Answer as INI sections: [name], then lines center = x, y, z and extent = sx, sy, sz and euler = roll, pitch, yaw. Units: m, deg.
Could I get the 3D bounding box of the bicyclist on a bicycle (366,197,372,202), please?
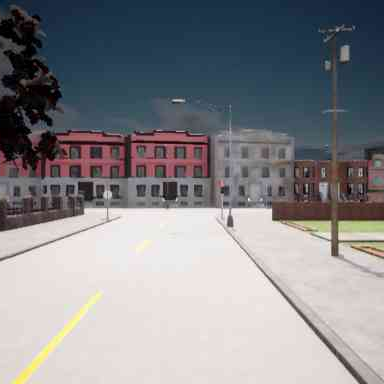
[bicyclist on a bicycle]
center = 17.314, 1.315, 32.519
extent = 0.582, 1.620, 1.656
euler = 0, 0, 0
